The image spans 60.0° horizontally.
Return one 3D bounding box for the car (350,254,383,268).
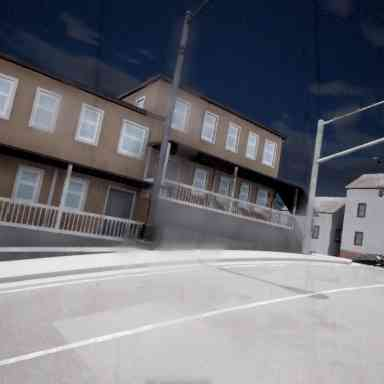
[{"bbox_3d":[15.624,6.319,29.676,1.837,1.490,4.892,14,-16,-34],"label":"car"}]
